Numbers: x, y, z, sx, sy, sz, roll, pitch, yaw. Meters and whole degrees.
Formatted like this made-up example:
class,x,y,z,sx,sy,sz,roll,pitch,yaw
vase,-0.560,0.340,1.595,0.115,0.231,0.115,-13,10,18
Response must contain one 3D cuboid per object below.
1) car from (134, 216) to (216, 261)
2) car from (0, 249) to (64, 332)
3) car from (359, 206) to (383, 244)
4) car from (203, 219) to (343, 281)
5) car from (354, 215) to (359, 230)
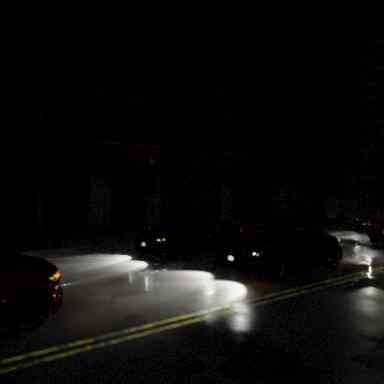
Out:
class,x,y,z,sx,sy,sz,roll,pitch,yaw
car,-0.020,1.615,12.495,4.181,1.385,1.994,1,0,-35
car,-4.289,1.559,5.246,4.181,1.385,1.994,1,0,-37
car,10.432,1.349,15.492,5.566,2.045,2.150,0,0,-35
car,2.688,1.622,10.112,4.181,1.385,1.994,1,0,-35
car,12.124,1.652,20.893,4.902,1.511,2.128,1,0,-34
